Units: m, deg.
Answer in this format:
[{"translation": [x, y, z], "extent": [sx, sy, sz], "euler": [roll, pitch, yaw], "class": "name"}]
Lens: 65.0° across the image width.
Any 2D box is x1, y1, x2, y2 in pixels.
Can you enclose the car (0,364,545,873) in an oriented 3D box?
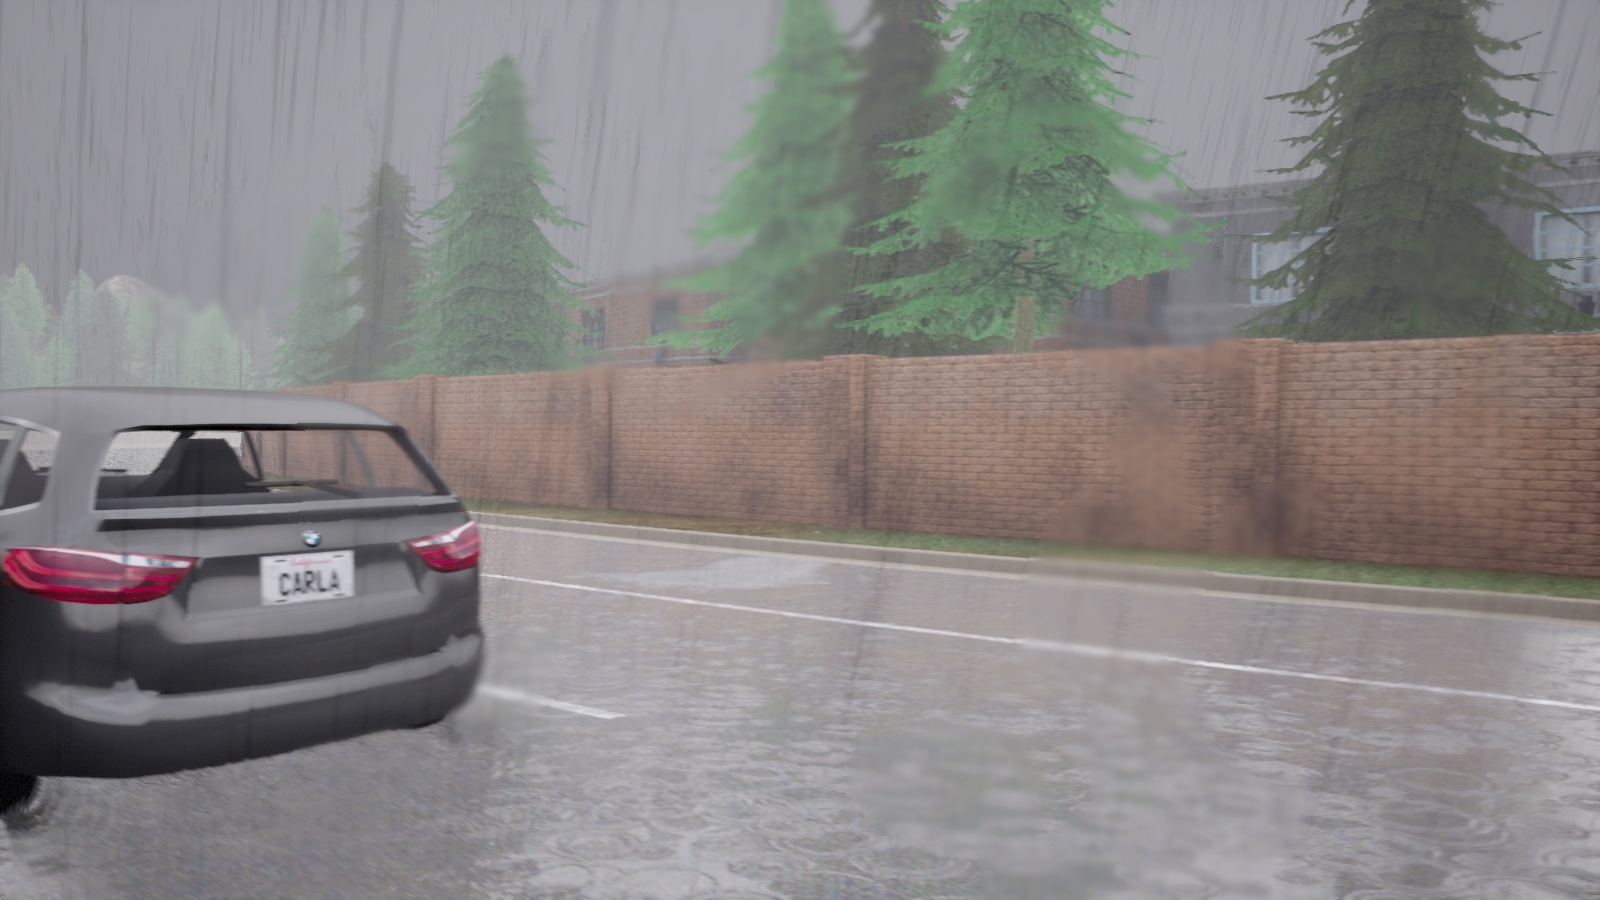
[{"translation": [-3.700, 0.524, 6.414], "extent": [4.611, 1.667, 2.242], "euler": [0, 1, 39], "class": "car"}]
